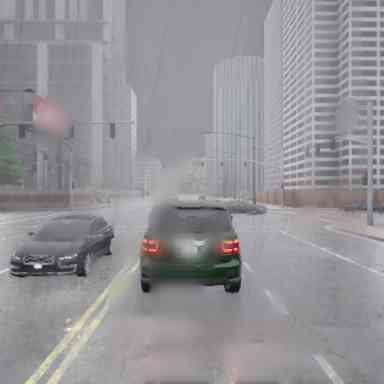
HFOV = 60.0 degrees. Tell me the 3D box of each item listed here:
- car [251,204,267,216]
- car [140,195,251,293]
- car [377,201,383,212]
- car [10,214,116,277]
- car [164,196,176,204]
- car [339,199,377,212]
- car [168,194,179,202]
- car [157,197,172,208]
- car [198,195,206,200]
[{"bbox_3d":[4.799,1.525,31.936,4.674,1.442,1.812,0,1,26],"label":"car"},{"bbox_3d":[-0.022,1.221,9.003,2.150,2.045,5.566,0,0,0],"label":"car"},{"bbox_3d":[22.129,1.477,33.907,5.008,1.535,1.882,0,0,-1],"label":"car"},{"bbox_3d":[-3.678,1.504,10.322,1.837,1.490,4.892,0,0,0],"label":"car"},{"bbox_3d":[-4.092,1.477,62.221,1.882,1.535,5.008,0,0,0],"label":"car"},{"bbox_3d":[19.460,1.547,37.372,5.357,1.411,2.033,0,0,-1],"label":"car"},{"bbox_3d":[-4.134,1.355,74.284,2.097,1.767,4.553,0,0,0],"label":"car"},{"bbox_3d":[-3.965,1.477,48.313,1.882,1.535,5.008,0,0,-2],"label":"car"},{"bbox_3d":[2.724,1.500,90.613,1.837,1.490,4.892,0,0,0],"label":"car"}]
